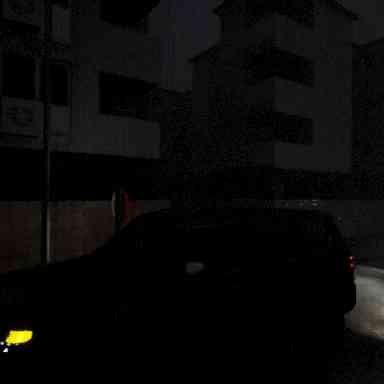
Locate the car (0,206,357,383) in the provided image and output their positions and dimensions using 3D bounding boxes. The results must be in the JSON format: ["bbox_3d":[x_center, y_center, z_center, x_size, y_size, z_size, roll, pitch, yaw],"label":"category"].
[{"bbox_3d":[0.053,1.253,4.637,5.566,2.045,2.150,1,-1,-35],"label":"car"}]
